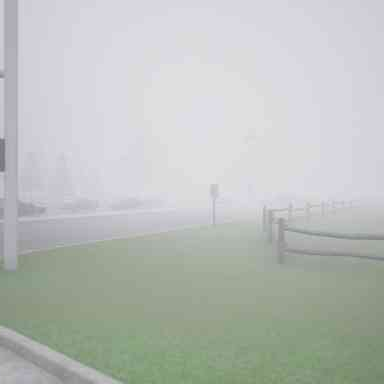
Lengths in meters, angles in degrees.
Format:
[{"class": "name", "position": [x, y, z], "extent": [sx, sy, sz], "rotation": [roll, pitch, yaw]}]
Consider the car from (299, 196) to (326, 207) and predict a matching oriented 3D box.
[{"class": "car", "position": [18.655, 1.478, 51.499], "extent": [1.882, 1.535, 5.008], "rotation": [0, 0, 36]}]

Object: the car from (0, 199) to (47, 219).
[{"class": "car", "position": [-15.430, 1.601, 29.147], "extent": [1.895, 1.301, 4.718], "rotation": [0, 0, 35]}]

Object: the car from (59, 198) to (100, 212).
[{"class": "car", "position": [-13.030, 1.492, 38.776], "extent": [2.128, 1.511, 4.902], "rotation": [0, 0, 35]}]

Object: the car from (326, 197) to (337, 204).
[{"class": "car", "position": [24.612, 1.564, 59.719], "extent": [1.994, 1.385, 4.181], "rotation": [0, 0, 36]}]

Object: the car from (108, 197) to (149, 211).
[{"class": "car", "position": [-7.855, 1.502, 40.104], "extent": [1.837, 1.490, 4.892], "rotation": [0, 1, 34]}]

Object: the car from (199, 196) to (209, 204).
[{"class": "car", "position": [3.174, 1.478, 61.889], "extent": [1.882, 1.535, 5.008], "rotation": [0, 0, 36]}]

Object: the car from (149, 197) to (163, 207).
[{"class": "car", "position": [-6.247, 1.491, 48.571], "extent": [2.128, 1.511, 4.902], "rotation": [0, 0, 35]}]

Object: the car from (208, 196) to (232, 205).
[{"class": "car", "position": [5.348, 1.525, 58.928], "extent": [1.812, 1.442, 4.674], "rotation": [0, 0, 36]}]

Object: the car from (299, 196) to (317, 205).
[{"class": "car", "position": [21.461, 1.505, 61.337], "extent": [1.837, 1.490, 4.892], "rotation": [0, 0, 36]}]

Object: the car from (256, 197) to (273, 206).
[{"class": "car", "position": [12.125, 1.564, 54.544], "extent": [1.994, 1.385, 4.181], "rotation": [0, 0, 36]}]

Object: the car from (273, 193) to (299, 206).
[{"class": "car", "position": [15.309, 1.222, 52.852], "extent": [2.150, 2.045, 5.566], "rotation": [0, 0, 36]}]

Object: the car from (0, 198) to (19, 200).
[{"class": "car", "position": [-18.231, 1.352, 31.250], "extent": [2.097, 1.767, 4.553], "rotation": [0, 0, 35]}]

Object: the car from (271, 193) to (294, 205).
[{"class": "car", "position": [16.624, 1.221, 60.822], "extent": [2.150, 2.045, 5.566], "rotation": [0, 0, 36]}]
